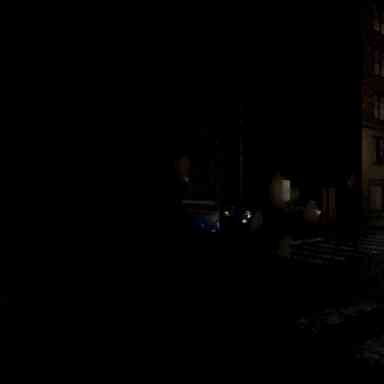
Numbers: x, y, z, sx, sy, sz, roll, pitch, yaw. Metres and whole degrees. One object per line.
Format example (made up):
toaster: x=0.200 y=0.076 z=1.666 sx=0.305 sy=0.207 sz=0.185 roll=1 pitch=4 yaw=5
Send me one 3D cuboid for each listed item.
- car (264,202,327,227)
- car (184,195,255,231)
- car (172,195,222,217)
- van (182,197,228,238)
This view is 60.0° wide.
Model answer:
car: x=6.782 y=1.412 z=22.392 sx=1.967 sy=1.590 sz=4.097 roll=0 pitch=0 yaw=-35
car: x=1.321 y=1.207 z=20.172 sx=2.150 sy=2.045 sz=5.566 roll=0 pitch=0 yaw=-33
car: x=0.370 y=1.281 z=31.538 sx=2.192 sy=1.841 sz=5.009 roll=0 pitch=0 yaw=-35
van: x=-0.189 y=1.334 z=17.483 sx=1.690 sy=1.788 sz=3.998 roll=0 pitch=0 yaw=-35
